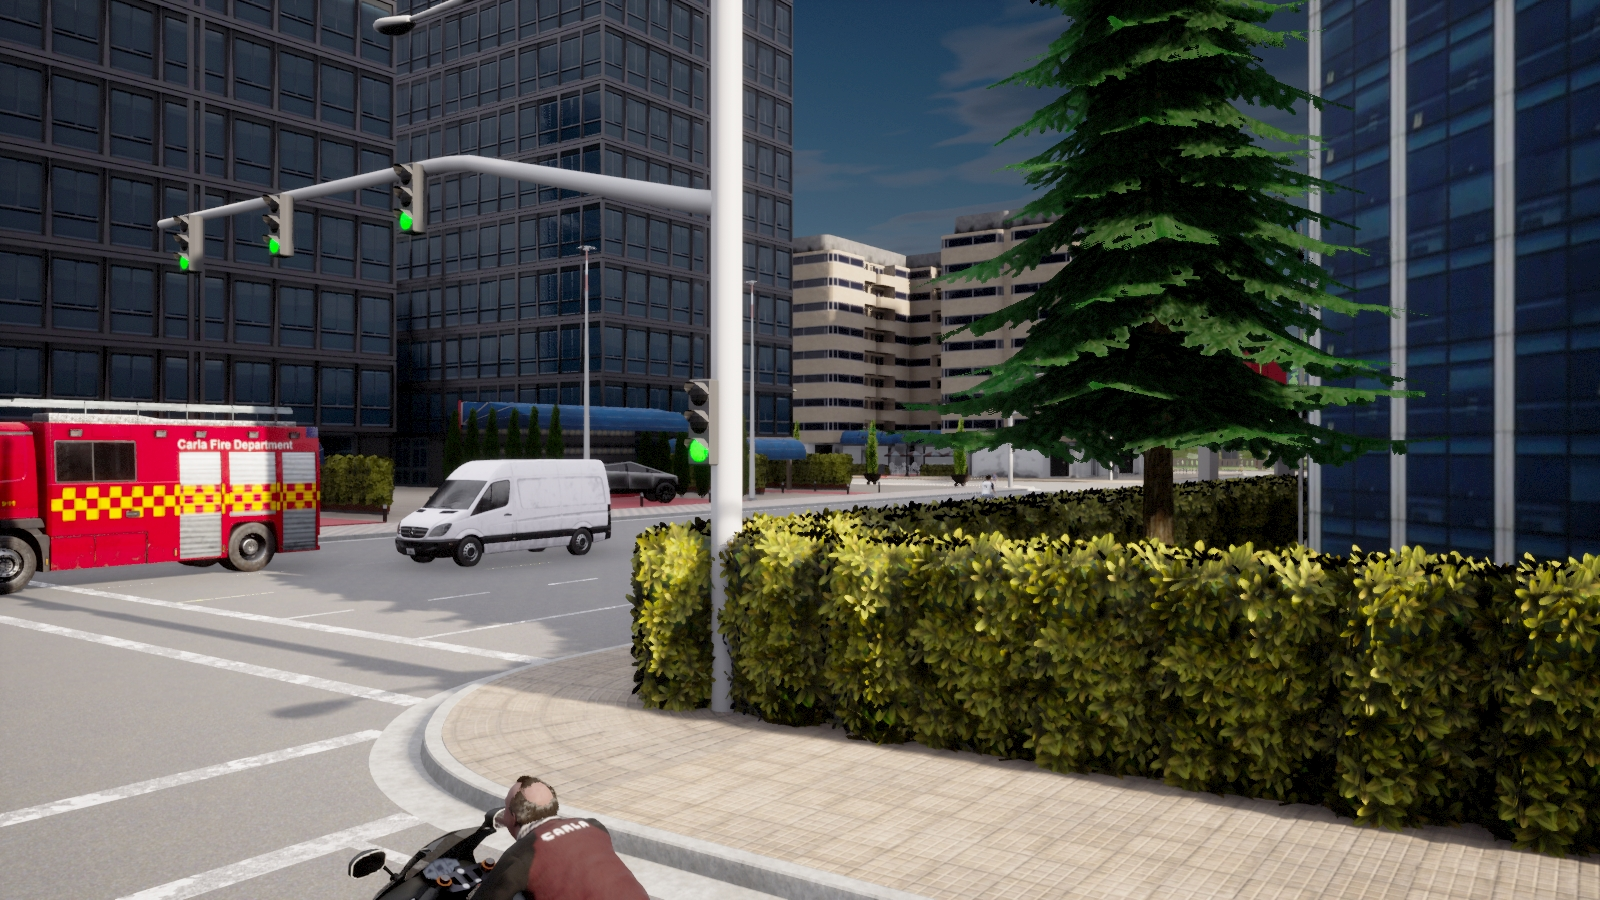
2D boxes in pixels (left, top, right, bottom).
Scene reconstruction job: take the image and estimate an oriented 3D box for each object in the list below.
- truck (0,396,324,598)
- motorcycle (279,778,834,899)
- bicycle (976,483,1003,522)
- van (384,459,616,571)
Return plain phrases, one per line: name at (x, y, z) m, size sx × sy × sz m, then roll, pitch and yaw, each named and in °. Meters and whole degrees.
truck at (-14.959, 0.889, 24.598) m, size 2.891 × 3.827 × 8.468 m, roll 0°, pitch 0°, yaw 34°
motorcycle at (-1.027, 2.205, 4.504) m, size 2.209 × 1.251 × 0.867 m, roll 0°, pitch 0°, yaw 35°
bicycle at (7.527, 2.055, 45.336) m, size 0.373 × 1.496 × 1.643 m, roll 0°, pitch 0°, yaw 35°
van at (-7.573, 1.533, 29.577) m, size 1.988 × 2.561 × 5.915 m, roll 0°, pitch 0°, yaw 35°
